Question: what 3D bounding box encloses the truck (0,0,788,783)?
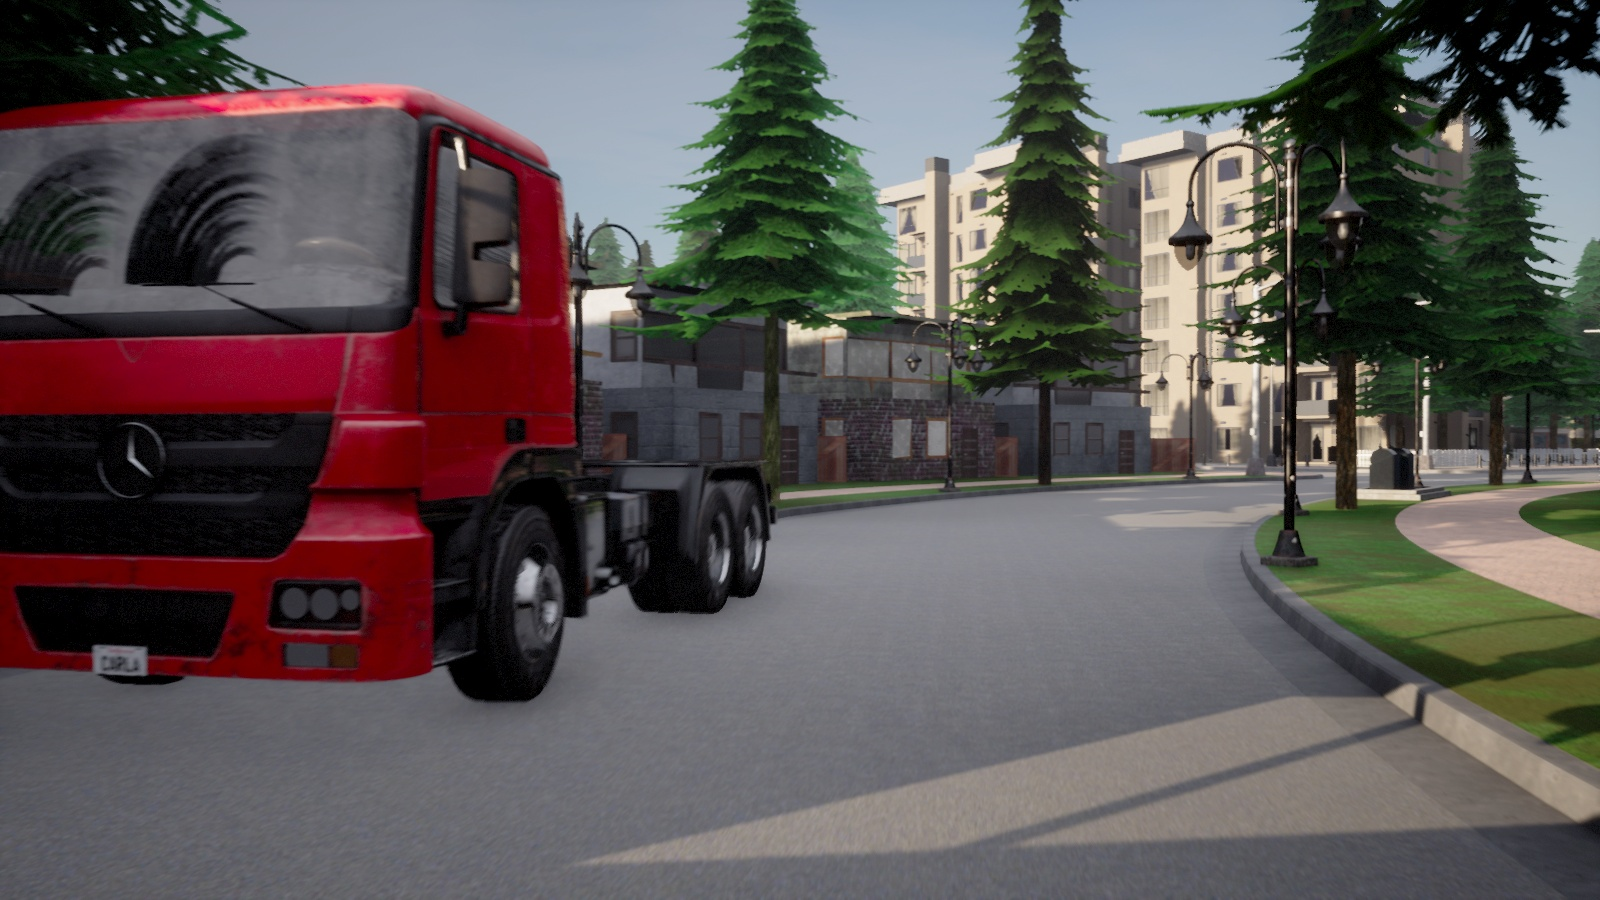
[{"bbox_3d":[-2.393,-0.294,9.677,2.891,3.462,7.936,0,0,12],"label":"truck"}]
